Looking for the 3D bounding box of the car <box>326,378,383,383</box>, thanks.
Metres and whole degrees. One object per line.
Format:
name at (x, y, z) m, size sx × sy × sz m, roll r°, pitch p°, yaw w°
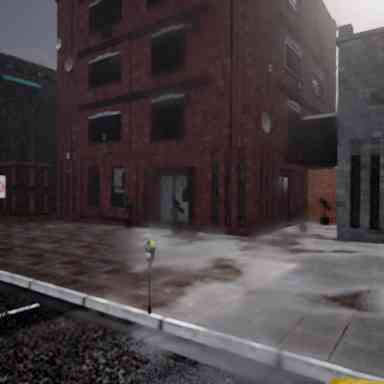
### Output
car at (2.584, 1.525, 1.034) m, size 4.829 × 1.417 × 1.752 m, roll 0°, pitch 1°, yaw 35°
